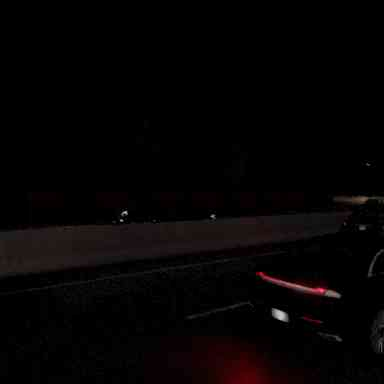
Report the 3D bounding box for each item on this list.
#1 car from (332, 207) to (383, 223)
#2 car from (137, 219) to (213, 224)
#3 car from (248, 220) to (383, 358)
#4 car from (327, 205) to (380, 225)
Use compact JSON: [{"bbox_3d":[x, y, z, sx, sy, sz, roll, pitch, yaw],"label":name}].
[{"bbox_3d":[8.255,1.428,13.941,4.553,1.767,2.097,0,0,-35],"label":"car"},{"bbox_3d":[-0.776,1.562,20.645,4.892,1.490,1.837,0,0,-36],"label":"car"},{"bbox_3d":[3.215,1.523,6.068,4.902,1.511,2.128,0,0,-35],"label":"car"},{"bbox_3d":[12.757,1.731,26.146,4.718,1.301,1.895,0,0,-38],"label":"car"}]
